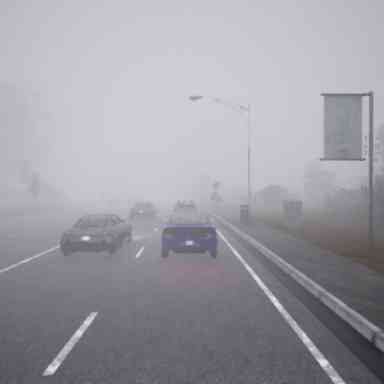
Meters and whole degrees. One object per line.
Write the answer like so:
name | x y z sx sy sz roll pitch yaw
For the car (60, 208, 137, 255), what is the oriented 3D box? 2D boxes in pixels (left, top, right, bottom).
car | -3.623 1.532 13.249 1.994 1.385 4.181 0 0 -1

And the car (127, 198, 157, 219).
car | -4.080 1.494 28.336 1.994 1.385 4.181 0 0 -2

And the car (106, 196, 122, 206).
car | -12.187 1.380 52.312 1.837 1.490 4.892 0 0 -2

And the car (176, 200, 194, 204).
car | -0.568 1.421 28.012 2.128 1.511 4.902 0 0 -2

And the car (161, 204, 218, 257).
car | -0.114 1.445 12.837 1.882 1.535 5.008 0 0 -1

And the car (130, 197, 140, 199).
car | -8.616 1.425 50.291 2.033 1.411 5.357 0 0 -2
